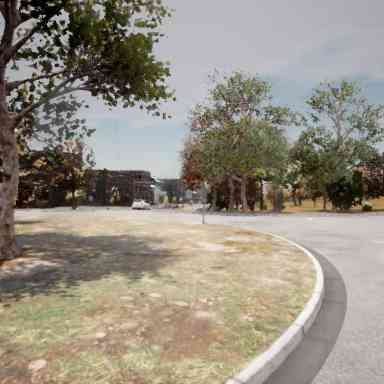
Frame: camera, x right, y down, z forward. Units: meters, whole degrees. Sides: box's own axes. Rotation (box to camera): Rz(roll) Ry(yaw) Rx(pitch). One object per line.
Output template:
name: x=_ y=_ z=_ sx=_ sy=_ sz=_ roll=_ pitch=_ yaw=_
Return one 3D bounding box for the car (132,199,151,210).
car: x=-9.122 y=2.473 z=60.323 sx=2.150 sy=2.045 sz=5.566 roll=0 pitch=-5 yaw=8
